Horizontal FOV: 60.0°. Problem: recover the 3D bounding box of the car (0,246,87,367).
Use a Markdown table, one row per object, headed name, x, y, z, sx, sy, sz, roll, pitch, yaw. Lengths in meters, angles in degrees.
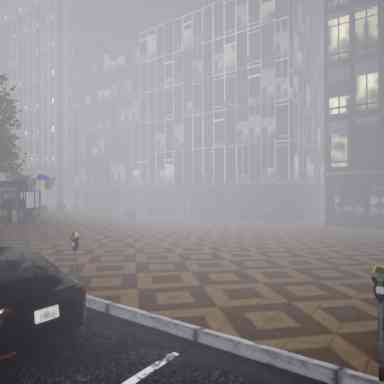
| name | x | y | z | sx | sy | sz | roll | pitch | yaw |
| --- | --- | --- | --- | --- | --- | --- | --- | --- | --- |
| car | -3.508 | 1.565 | 5.371 | 4.313 | 1.339 | 1.947 | 0 | 0 | 35 |
